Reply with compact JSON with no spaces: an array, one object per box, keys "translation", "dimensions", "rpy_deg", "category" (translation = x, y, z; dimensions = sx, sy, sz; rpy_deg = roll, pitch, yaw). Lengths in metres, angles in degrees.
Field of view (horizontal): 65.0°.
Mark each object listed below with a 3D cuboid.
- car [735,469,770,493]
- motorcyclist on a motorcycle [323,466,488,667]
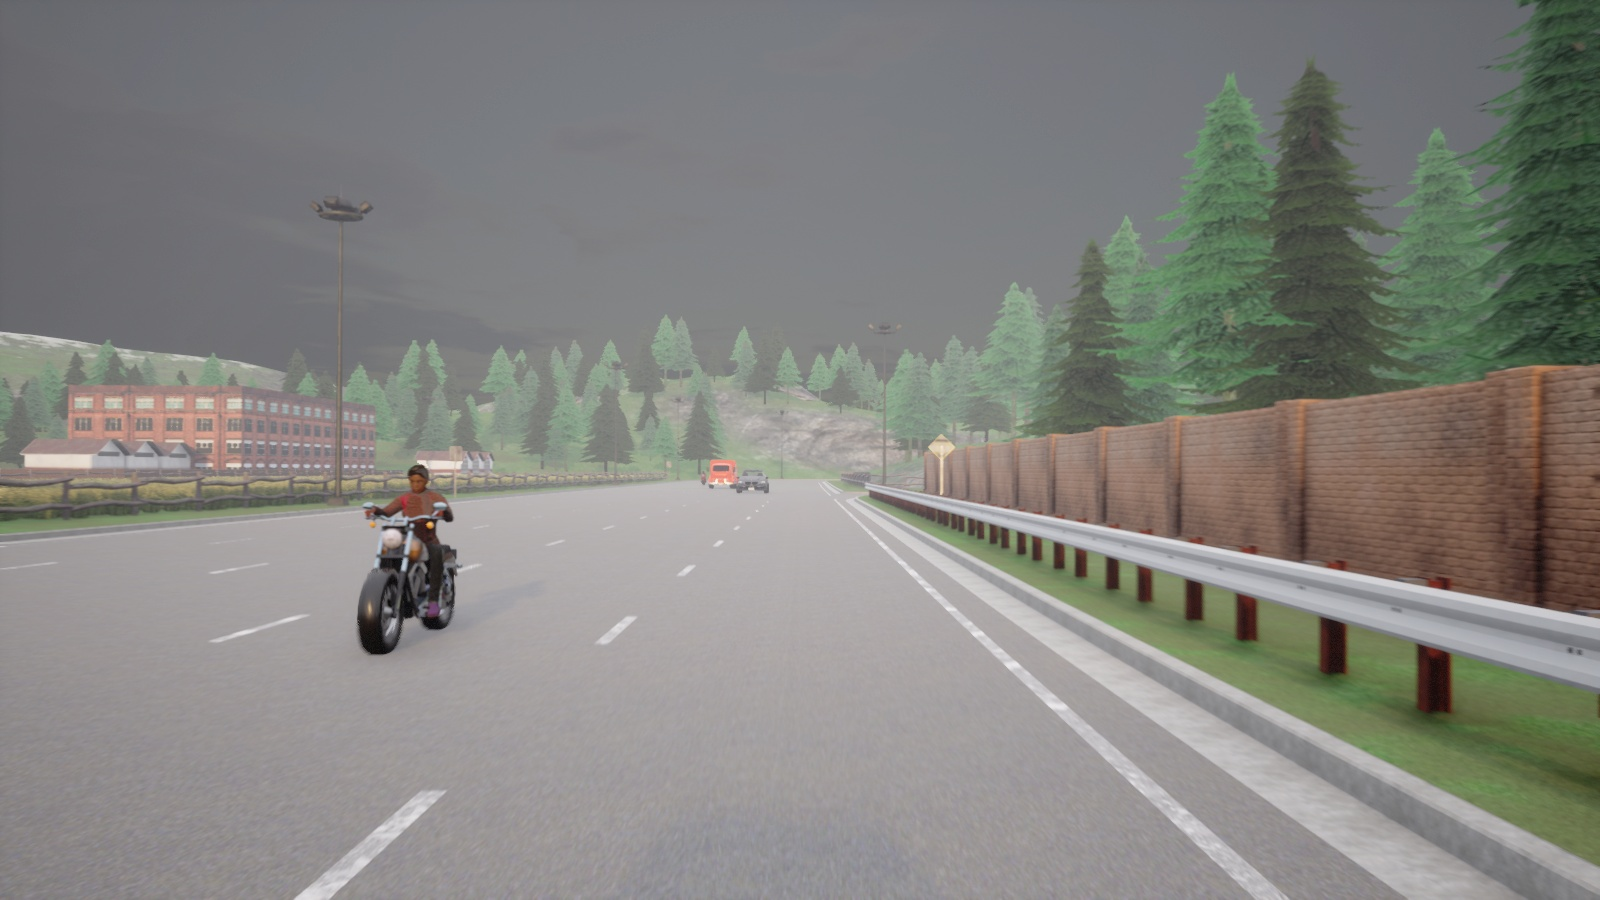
[{"translation":[-3.280,2.142,88.185],"dimensions":[2.242,1.667,4.611],"rpy_deg":[0,-1,0],"category":"car"},{"translation":[-3.527,0.971,11.480],"dimensions":[0.766,1.649,2.350],"rpy_deg":[0,-1,0],"category":"motorcyclist on a motorcycle"}]
